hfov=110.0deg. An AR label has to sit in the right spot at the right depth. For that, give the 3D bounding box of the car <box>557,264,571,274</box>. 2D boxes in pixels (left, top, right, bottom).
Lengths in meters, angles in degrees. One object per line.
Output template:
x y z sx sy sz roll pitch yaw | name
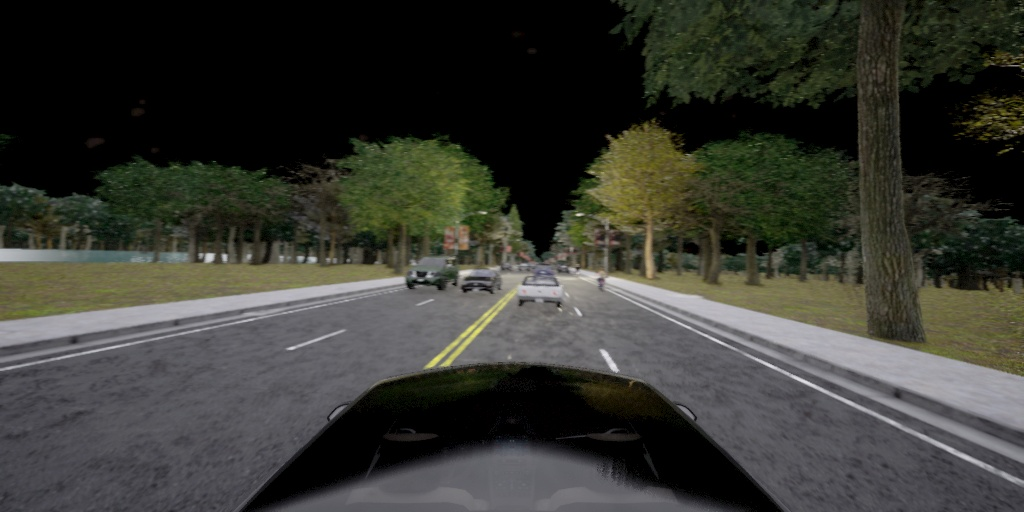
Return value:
8.597 2.197 59.861 1.812 1.442 4.674 2 -1 5 | car

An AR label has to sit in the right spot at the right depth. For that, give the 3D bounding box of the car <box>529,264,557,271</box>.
3.034 1.553 35.013 2.097 1.767 4.553 2 -1 5 | car

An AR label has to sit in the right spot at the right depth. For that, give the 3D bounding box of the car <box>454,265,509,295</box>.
-1.675 1.452 21.637 2.033 1.411 5.357 2 -1 5 | car

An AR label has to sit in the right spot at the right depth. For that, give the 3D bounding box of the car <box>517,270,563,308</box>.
1.334 1.553 16.781 1.895 1.301 4.718 2 -1 5 | car

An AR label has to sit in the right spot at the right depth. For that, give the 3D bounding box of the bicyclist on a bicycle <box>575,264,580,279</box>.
7.827 1.817 42.967 0.659 1.776 1.843 2 0 5 | bicyclist on a bicycle

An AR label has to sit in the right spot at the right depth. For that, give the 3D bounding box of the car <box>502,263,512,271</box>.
-1.015 1.901 63.230 1.837 1.490 4.892 2 -1 6 | car

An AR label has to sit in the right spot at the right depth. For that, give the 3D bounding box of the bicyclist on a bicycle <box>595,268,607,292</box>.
6.121 1.626 24.523 0.866 1.612 1.509 2 -1 5 | bicyclist on a bicycle

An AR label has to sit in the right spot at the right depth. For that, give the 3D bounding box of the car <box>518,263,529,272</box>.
2.139 2.012 62.112 1.812 1.442 4.674 2 -1 6 | car

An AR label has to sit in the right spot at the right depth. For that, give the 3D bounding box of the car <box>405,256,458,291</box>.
-4.826 1.034 22.713 2.150 2.045 5.566 2 -1 5 | car
